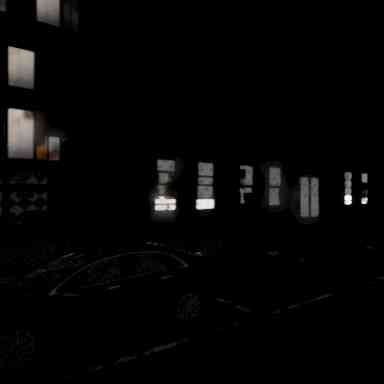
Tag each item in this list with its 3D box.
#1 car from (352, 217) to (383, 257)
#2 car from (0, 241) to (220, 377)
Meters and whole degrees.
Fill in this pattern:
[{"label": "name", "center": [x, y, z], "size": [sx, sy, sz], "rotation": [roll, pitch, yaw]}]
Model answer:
[{"label": "car", "center": [7.489, 1.524, 11.891], "size": [4.507, 1.381, 1.887], "rotation": [0, 0, -35]}, {"label": "car", "center": [-1.532, 1.548, 5.461], "size": [4.403, 1.369, 2.008], "rotation": [0, 0, -35]}]
